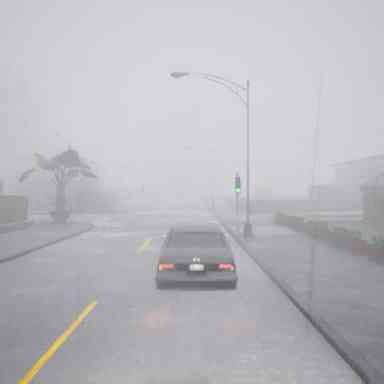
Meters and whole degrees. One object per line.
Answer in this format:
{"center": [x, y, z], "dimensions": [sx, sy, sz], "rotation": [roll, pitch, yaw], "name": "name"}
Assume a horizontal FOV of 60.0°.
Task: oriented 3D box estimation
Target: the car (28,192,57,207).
{"center": [-19.730, 0.990, 43.885], "dimensions": [1.905, 1.878, 3.866], "rotation": [0, 0, 35], "name": "car"}

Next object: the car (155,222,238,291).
{"center": [0.103, 1.549, 9.137], "dimensions": [2.033, 1.411, 5.357], "rotation": [0, 0, 0], "name": "car"}
